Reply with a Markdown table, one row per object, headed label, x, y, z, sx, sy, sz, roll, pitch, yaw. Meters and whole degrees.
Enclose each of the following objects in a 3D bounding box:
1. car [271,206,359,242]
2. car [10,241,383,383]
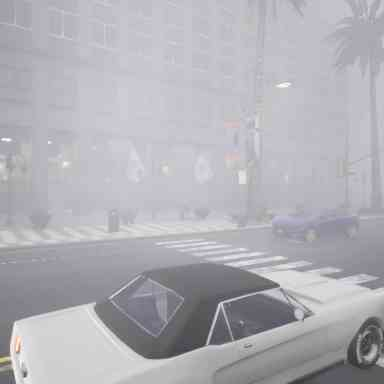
| label | x | y | z | sx | sy | sz | roll | pitch | yaw |
| --- | --- | --- | --- | --- | --- | --- | --- | --- | --- |
| car | 6.013 | 1.477 | 16.079 | 5.008 | 1.535 | 1.882 | 0 | 0 | -33 |
| car | 0.481 | 1.601 | 4.134 | 4.718 | 1.301 | 1.895 | 0 | 0 | -33 |
